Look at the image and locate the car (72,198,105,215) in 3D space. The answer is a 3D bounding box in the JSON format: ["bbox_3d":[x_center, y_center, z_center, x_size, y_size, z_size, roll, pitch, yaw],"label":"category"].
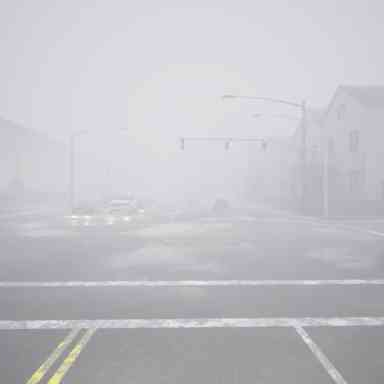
[{"bbox_3d":[-10.589,1.562,33.615,1.994,1.385,4.181,0,0,0],"label":"car"}]

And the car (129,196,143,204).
[{"bbox_3d":[-10.523,1.522,63.202,1.812,1.442,4.674,0,0,1],"label":"car"}]

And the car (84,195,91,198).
[{"bbox_3d":[-28.151,1.448,84.337,2.038,1.542,4.974,0,0,-36],"label":"car"}]

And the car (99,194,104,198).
[{"bbox_3d":[-10.585,1.219,42.875,2.150,2.045,5.566,0,0,0],"label":"car"}]

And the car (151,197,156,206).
[{"bbox_3d":[-7.070,1.475,54.587,1.882,1.535,5.008,0,0,0],"label":"car"}]

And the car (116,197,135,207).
[{"bbox_3d":[-10.578,1.545,53.120,2.033,1.411,5.357,0,0,0],"label":"car"}]

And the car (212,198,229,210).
[{"bbox_3d":[3.604,1.523,42.345,1.812,1.442,4.674,0,0,0],"label":"car"}]

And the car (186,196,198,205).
[{"bbox_3d":[0.020,1.488,58.605,2.128,1.511,4.902,0,0,0],"label":"car"}]

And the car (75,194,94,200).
[{"bbox_3d":[-28.939,1.448,89.704,2.038,1.542,4.974,0,0,29],"label":"car"}]

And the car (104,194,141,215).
[{"bbox_3d":[-7.089,1.219,34.646,2.150,2.045,5.566,0,0,0],"label":"car"}]

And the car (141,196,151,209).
[{"bbox_3d":[-7.084,1.502,44.199,1.837,1.490,4.892,0,0,0],"label":"car"}]

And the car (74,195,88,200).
[{"bbox_3d":[-28.182,1.290,84.378,1.853,1.218,4.536,0,0,-36],"label":"car"}]
